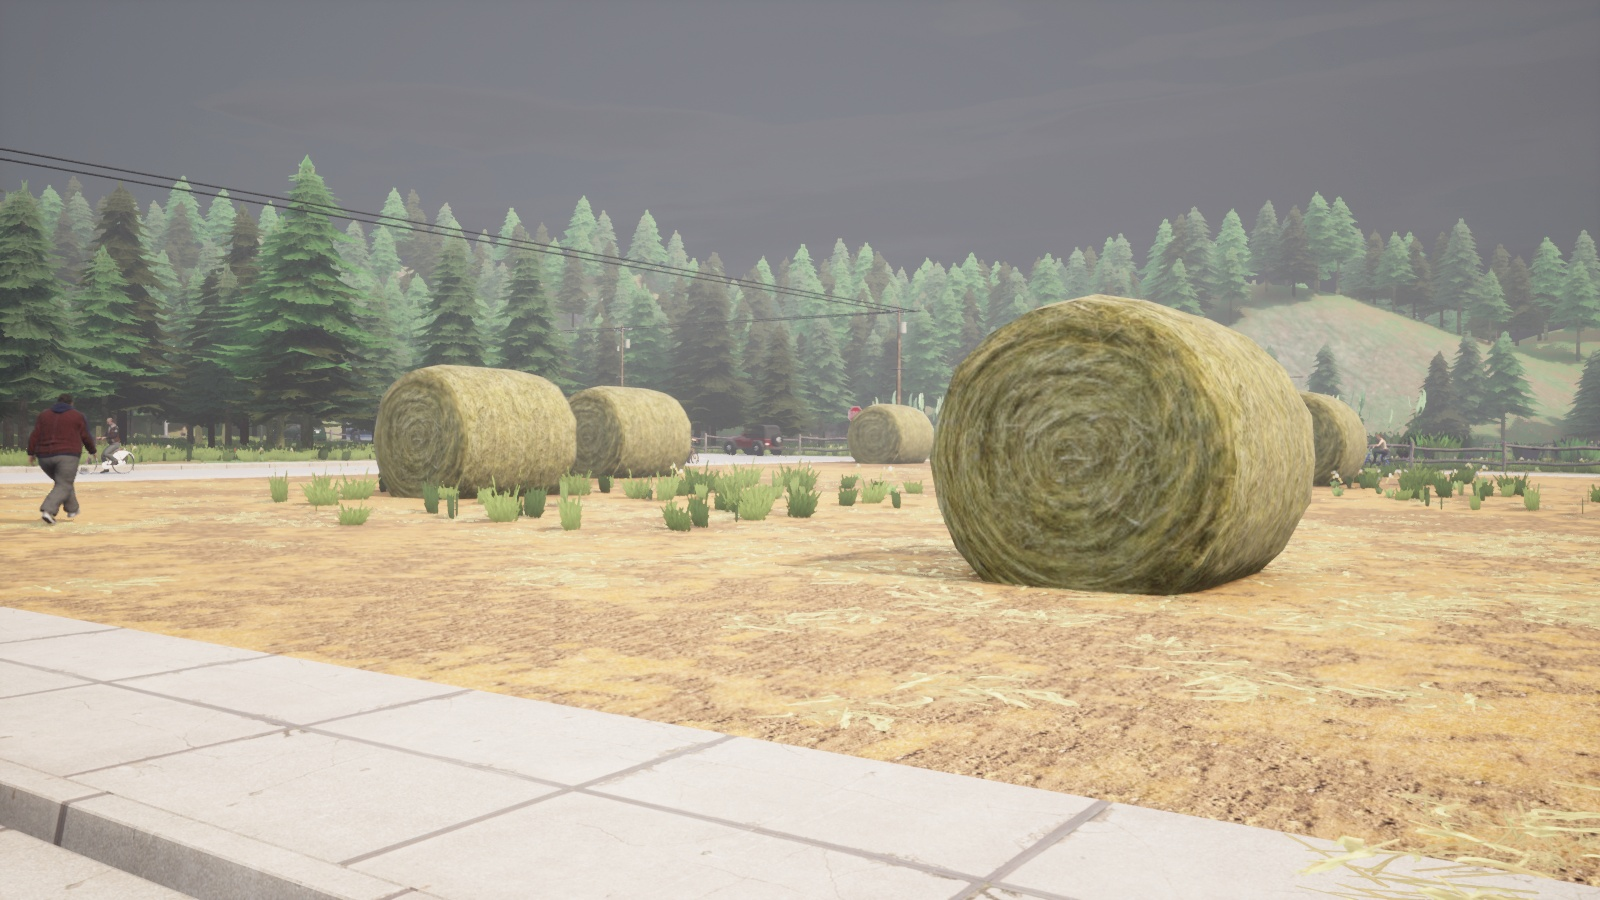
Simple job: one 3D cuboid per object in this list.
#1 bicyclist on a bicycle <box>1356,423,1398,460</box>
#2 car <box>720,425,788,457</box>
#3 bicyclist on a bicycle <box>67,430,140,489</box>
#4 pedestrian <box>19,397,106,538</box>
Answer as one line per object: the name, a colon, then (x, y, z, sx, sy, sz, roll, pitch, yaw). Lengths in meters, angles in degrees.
bicyclist on a bicycle: (25.136, -0.366, 54.702, 1.509, 1.612, 0.866, 0, 1, 38)
car: (-2.782, -0.548, 76.125, 3.866, 1.878, 1.905, 0, 1, 42)
bicyclist on a bicycle: (-21.509, 0.277, 38.810, 0.659, 1.776, 1.843, 0, 1, 35)
pedestrian: (-9.899, 0.226, 16.885, 0.634, 1.844, 0.899, -1, 1, -2)
